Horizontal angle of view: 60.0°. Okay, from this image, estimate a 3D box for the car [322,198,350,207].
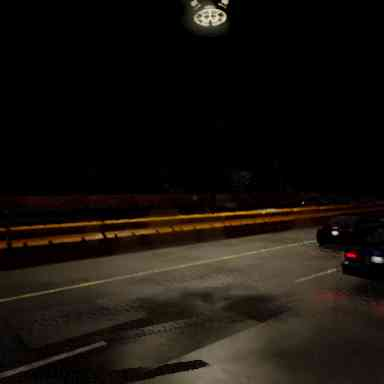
[{"bbox_3d":[20.375,1.594,46.122,2.128,1.511,4.902,-1,-1,42],"label":"car"}]

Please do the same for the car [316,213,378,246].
[{"bbox_3d":[7.240,1.589,14.532,4.181,1.385,1.994,-1,-1,-40],"label":"car"}]

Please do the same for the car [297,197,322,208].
[{"bbox_3d":[17.682,1.516,48.370,2.097,1.767,4.553,-1,-1,42],"label":"car"}]

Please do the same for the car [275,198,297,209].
[{"bbox_3d":[14.243,1.706,49.775,1.882,1.535,5.008,-1,0,43],"label":"car"}]

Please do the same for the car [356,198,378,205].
[{"bbox_3d":[23.199,1.567,44.031,1.812,1.442,4.674,-1,-1,42],"label":"car"}]

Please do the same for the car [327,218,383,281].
[{"bbox_3d":[6.066,1.541,9.012,5.357,1.411,2.033,0,-1,-40],"label":"car"}]
